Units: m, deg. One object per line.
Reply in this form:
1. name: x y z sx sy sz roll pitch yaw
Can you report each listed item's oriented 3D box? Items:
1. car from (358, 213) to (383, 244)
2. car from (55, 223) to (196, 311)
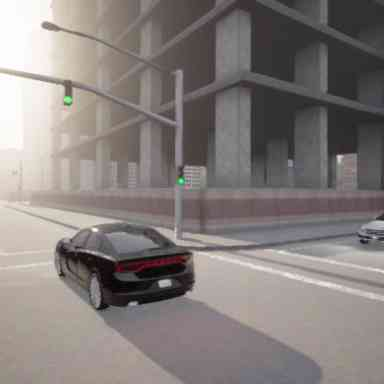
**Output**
1. car: 9.284 1.553 14.763 4.674 1.442 1.812 0 0 -35
2. car: -1.878 1.494 8.017 1.882 1.535 5.008 0 0 -35
